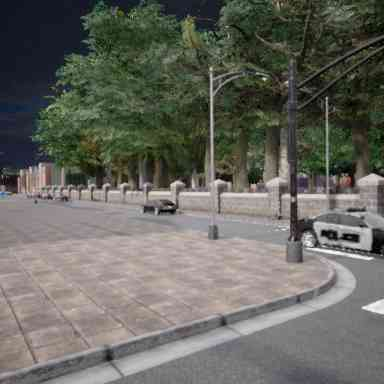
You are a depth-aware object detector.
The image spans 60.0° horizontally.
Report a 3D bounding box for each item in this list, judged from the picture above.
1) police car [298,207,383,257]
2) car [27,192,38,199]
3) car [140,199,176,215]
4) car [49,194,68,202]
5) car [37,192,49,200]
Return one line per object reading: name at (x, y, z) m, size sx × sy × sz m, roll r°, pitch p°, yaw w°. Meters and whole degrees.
police car at (6.156, 1.385, 12.153) m, size 1.930 × 1.638 × 5.238 m, roll -1°, pitch 1°, yaw -35°
car at (-35.835, 0.734, 76.316) m, size 1.967 × 1.590 × 4.097 m, roll -1°, pitch 1°, yaw -35°
car at (-3.061, 1.289, 29.822) m, size 1.947 × 1.339 × 4.313 m, roll 0°, pitch 1°, yaw -35°
car at (-22.724, 0.990, 57.719) m, size 2.008 × 1.369 × 4.403 m, roll -1°, pitch 1°, yaw -35°
car at (-29.278, 0.943, 67.018) m, size 1.802 × 1.307 × 4.206 m, roll -1°, pitch 1°, yaw -35°
